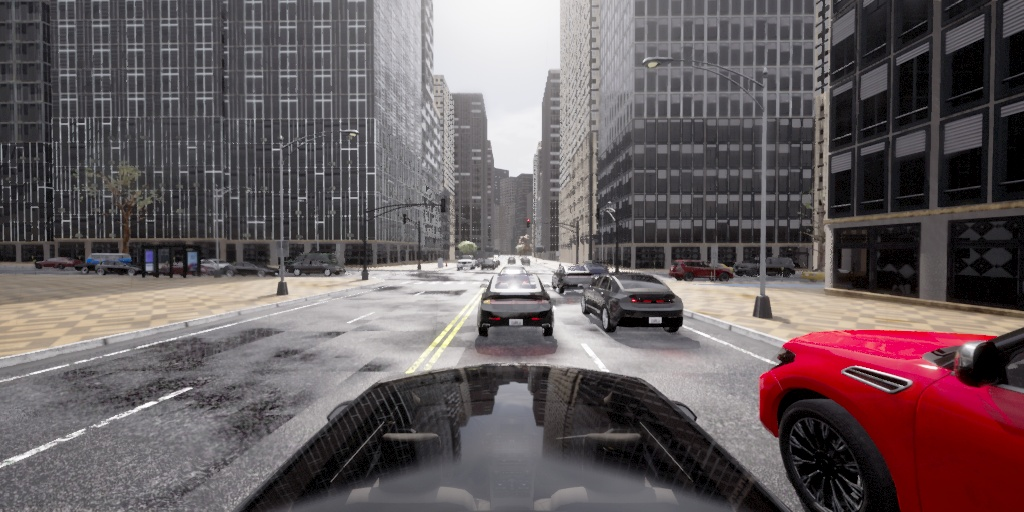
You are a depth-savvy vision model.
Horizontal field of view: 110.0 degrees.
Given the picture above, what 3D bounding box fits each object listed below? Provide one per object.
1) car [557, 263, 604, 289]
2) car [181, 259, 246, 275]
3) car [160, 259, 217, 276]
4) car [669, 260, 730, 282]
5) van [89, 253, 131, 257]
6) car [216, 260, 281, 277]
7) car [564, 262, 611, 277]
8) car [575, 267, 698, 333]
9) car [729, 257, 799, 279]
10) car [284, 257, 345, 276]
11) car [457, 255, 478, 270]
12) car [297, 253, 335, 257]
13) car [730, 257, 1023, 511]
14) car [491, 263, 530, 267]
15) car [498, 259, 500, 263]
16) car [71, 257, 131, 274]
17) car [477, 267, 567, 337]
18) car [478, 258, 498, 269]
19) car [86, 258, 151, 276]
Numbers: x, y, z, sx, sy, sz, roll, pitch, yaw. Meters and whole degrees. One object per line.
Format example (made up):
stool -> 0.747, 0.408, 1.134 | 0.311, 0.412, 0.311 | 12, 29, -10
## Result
car -> 3.332, 1.232, 20.024 | 2.128, 1.511, 4.902 | 0, 0, 0
car -> -28.394, 1.038, 34.188 | 4.674, 1.442, 1.812 | 1, 1, 1
car -> -28.445, 1.137, 31.499 | 4.207, 1.307, 1.802 | 0, 0, 1
car -> 16.164, 1.268, 30.882 | 5.009, 1.841, 2.192 | 0, 0, 1
van -> -45.326, 0.604, 40.316 | 3.998, 1.789, 1.690 | 0, 0, 1
car -> -22.761, 1.173, 31.372 | 4.313, 1.339, 1.948 | 0, 0, 1
car -> 7.611, 1.357, 36.300 | 4.181, 1.385, 1.994 | 0, 1, -8
car -> 3.340, 1.250, 10.776 | 1.837, 1.490, 4.892 | 0, 0, 0
car -> 25.569, 1.166, 36.500 | 5.566, 2.045, 2.150 | 1, 1, 1
car -> -18.440, 1.107, 33.978 | 4.892, 1.490, 1.837 | 1, 1, 2
car -> -6.640, 0.934, 52.503 | 2.150, 2.045, 5.566 | 0, 0, 0
car -> -21.063, 0.750, 37.241 | 5.566, 2.045, 2.150 | 1, 1, 1
car -> 3.348, 0.972, 0.912 | 2.150, 2.045, 5.566 | 0, 0, 0
car -> 0.082, 1.287, 20.017 | 2.033, 1.411, 5.357 | 0, 0, 0
car -> -3.391, 1.266, 61.641 | 1.994, 1.385, 4.181 | 0, 0, 0
car -> -38.616, 1.020, 34.393 | 4.718, 1.301, 1.895 | 1, 1, 1
car -> 0.090, 1.237, 10.281 | 2.128, 1.511, 4.902 | 0, 0, 0
car -> -3.389, 1.191, 52.055 | 1.882, 1.535, 5.008 | 0, 0, 0
car -> -34.126, 1.068, 31.667 | 4.313, 1.339, 1.948 | 0, 0, 1
